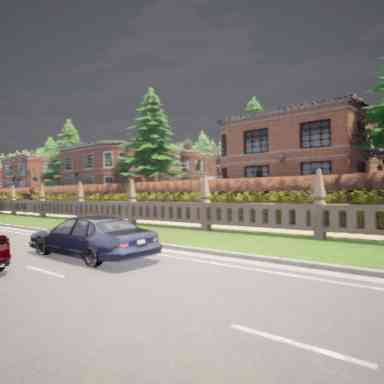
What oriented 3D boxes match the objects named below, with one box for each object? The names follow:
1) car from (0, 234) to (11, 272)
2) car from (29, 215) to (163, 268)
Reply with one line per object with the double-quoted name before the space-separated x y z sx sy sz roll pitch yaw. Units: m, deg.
"car" -7.103 1.522 9.643 5.008 1.535 1.882 -1 0 39
"car" -3.395 1.501 11.128 5.357 1.411 2.033 -1 1 39
